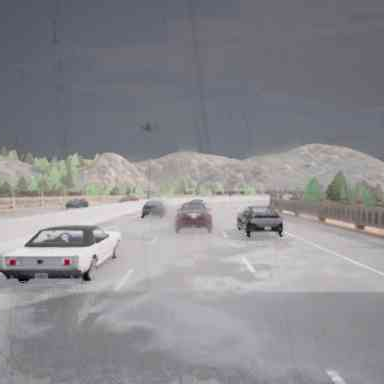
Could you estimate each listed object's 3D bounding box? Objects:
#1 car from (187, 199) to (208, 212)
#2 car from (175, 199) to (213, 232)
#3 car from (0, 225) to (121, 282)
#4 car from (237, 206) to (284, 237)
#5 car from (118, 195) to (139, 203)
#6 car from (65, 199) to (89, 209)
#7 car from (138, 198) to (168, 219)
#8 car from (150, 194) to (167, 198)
[{"bbox_3d":[0.732,1.609,41.153,2.033,1.411,5.357,0,0,6],"label":"car"},{"bbox_3d":[0.103,1.383,20.387,2.097,1.767,4.553,0,0,0],"label":"car"},{"bbox_3d":[-3.405,1.616,9.749,1.895,1.301,4.718,0,0,0],"label":"car"},{"bbox_3d":[3.602,1.519,18.222,2.128,1.511,4.902,0,0,0],"label":"car"},{"bbox_3d":[-10.778,1.434,56.879,2.097,1.767,4.553,0,0,14],"label":"car"},{"bbox_3d":[-16.243,1.635,47.088,1.994,1.385,4.181,0,0,9],"label":"car"},{"bbox_3d":[-3.364,1.550,29.980,1.837,1.490,4.892,0,0,1],"label":"car"},{"bbox_3d":[-6.267,1.307,60.086,2.150,2.045,5.566,0,0,17],"label":"car"}]
